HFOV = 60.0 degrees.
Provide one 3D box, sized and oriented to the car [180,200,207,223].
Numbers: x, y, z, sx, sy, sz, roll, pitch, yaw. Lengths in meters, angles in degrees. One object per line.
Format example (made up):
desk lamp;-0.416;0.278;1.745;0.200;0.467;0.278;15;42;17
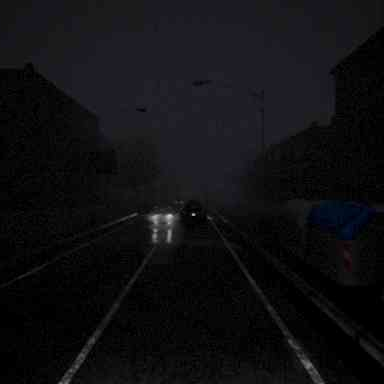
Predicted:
car;0.107;1.563;25.415;1.994;1.385;4.181;0;0;0

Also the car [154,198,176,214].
car;-3.084;1.560;36.429;1.812;1.442;4.674;0;0;0

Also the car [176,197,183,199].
car;-2.980;1.379;78.973;2.033;1.411;5.357;0;0;0

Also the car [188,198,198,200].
car;0.111;1.562;42.580;1.837;1.490;4.892;0;0;0
